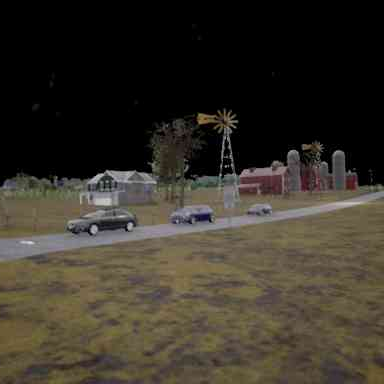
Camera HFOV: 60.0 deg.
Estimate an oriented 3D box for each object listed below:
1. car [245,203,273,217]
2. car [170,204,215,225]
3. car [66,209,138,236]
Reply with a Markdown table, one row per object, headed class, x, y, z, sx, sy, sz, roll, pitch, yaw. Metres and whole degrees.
| class | x | y | z | sx | sy | sz | roll | pitch | yaw |
| --- | --- | --- | --- | --- | --- | --- | --- | --- | --- |
| car | 8.171 | 2.157 | 40.213 | 1.837 | 1.490 | 4.892 | -2 | -1 | 36 |
| car | 0.083 | 1.863 | 28.951 | 2.097 | 1.767 | 4.553 | -2 | -2 | 36 |
| car | -5.564 | 1.844 | 21.056 | 1.837 | 1.490 | 4.892 | -2 | -2 | 35 |
